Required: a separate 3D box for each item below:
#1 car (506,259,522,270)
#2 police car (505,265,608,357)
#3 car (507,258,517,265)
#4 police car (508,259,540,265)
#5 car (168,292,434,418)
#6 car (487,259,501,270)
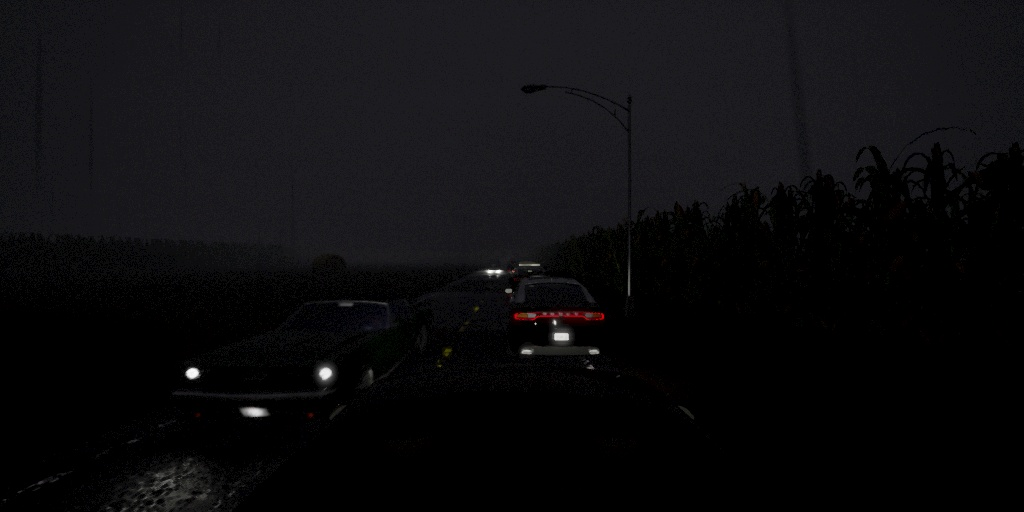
[{"bbox_3d":[0.275,1.179,51.222,2.128,1.511,4.902,0,0,1],"label":"car"},{"bbox_3d":[0.858,1.173,8.709,1.930,1.638,5.238,0,0,0],"label":"police car"},{"bbox_3d":[0.926,1.084,24.568,2.097,1.767,4.553,0,0,0],"label":"car"},{"bbox_3d":[0.901,1.166,18.709,1.930,1.638,5.238,0,0,0],"label":"police car"},{"bbox_3d":[-2.731,1.350,6.018,1.895,1.301,4.718,0,0,0],"label":"car"},{"bbox_3d":[-2.533,1.178,51.544,2.128,1.511,4.902,0,0,0],"label":"car"}]
